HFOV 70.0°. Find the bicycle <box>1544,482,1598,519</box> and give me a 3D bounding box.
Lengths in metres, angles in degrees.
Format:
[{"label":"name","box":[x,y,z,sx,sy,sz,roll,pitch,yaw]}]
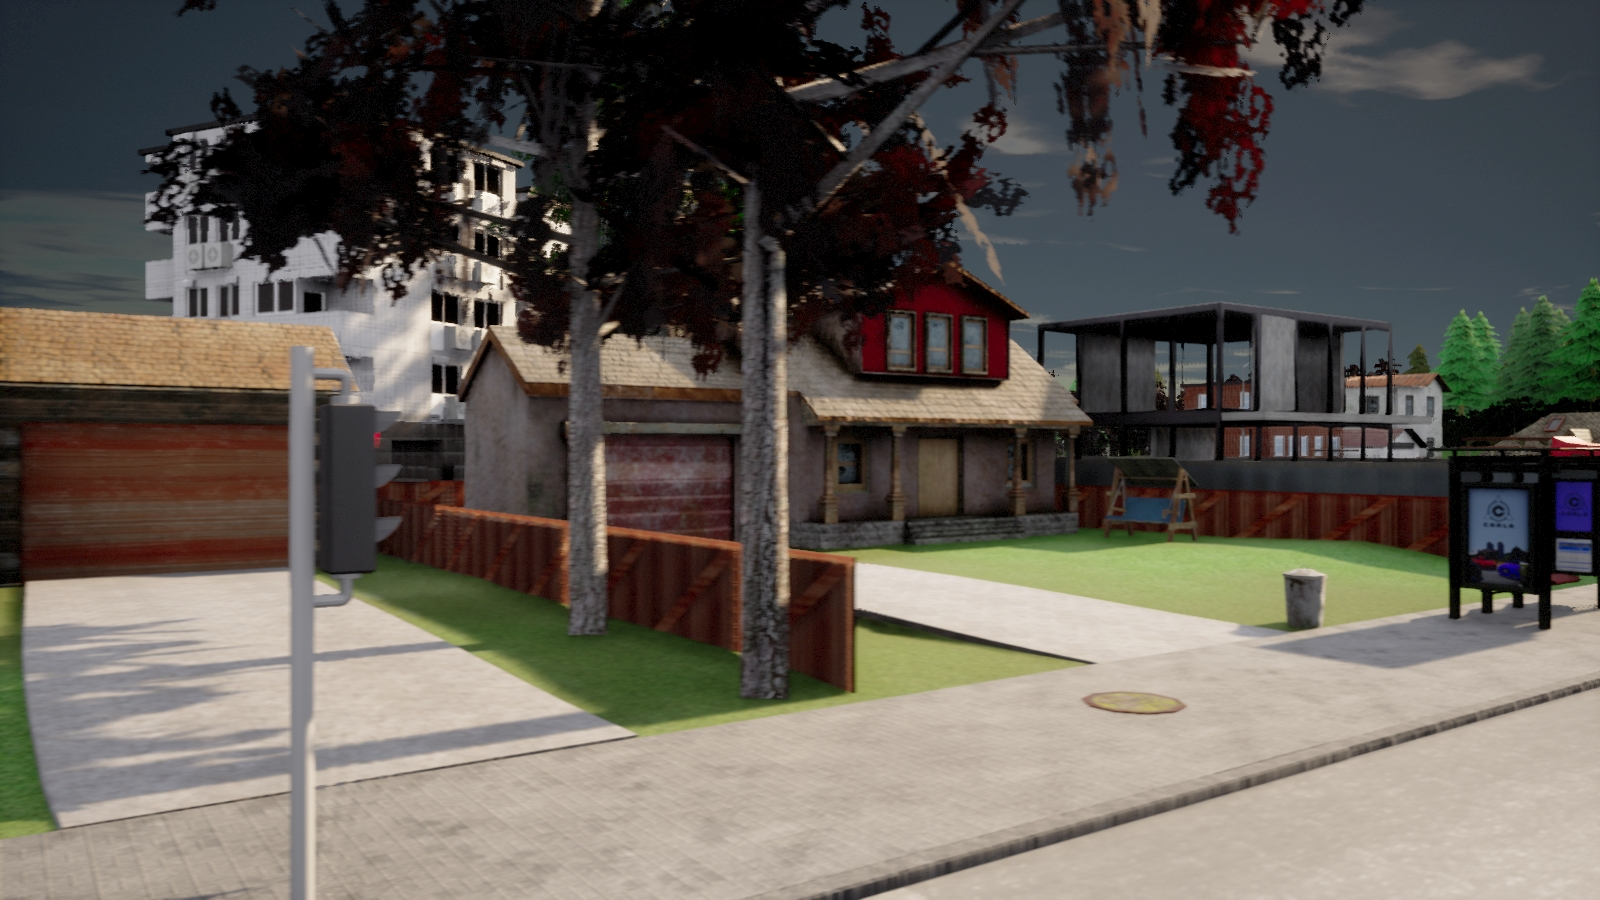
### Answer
[{"label":"bicycle","box":[31.643,2.051,46.926,0.329,1.471,1.835,0,0,-37]}]
